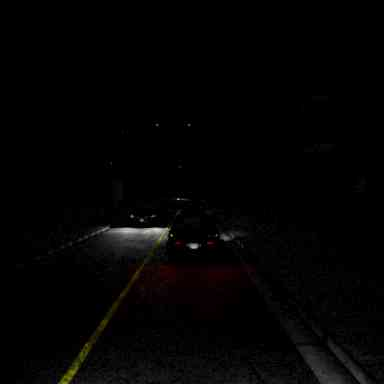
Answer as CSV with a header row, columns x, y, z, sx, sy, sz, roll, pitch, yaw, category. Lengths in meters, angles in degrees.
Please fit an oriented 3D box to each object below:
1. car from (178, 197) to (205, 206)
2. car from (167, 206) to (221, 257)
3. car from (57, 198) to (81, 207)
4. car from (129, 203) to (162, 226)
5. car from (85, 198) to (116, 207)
x,y,z,sx,sy,sz,roll,pitch,yaw,category
0.073,1.436,28.306,2.128,1.511,4.902,0,0,0,car
0.077,1.503,12.732,1.812,1.442,4.674,0,0,0,car
-19.860,1.653,52.406,4.507,1.381,1.887,-1,0,0,car
-3.098,1.482,22.912,1.812,1.442,4.674,0,0,0,car
-14.406,1.579,52.438,4.829,1.417,1.752,-1,0,0,car
